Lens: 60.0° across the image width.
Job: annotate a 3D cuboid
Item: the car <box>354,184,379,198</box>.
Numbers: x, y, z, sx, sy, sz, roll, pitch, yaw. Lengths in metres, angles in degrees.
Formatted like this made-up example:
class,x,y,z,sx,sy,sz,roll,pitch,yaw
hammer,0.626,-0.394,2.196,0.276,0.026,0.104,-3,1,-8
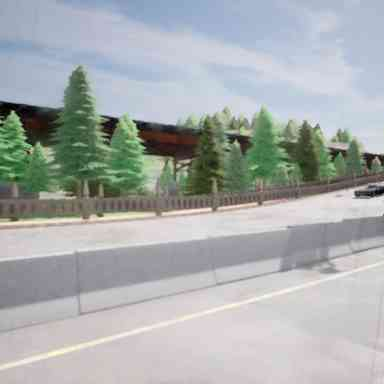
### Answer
class,x,y,z,sx,sy,sz,roll,pitch,yaw
car,19.193,-0.184,35.425,4.718,1.301,1.895,-8,5,-36

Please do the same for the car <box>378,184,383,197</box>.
class,x,y,z,sx,sy,sz,roll,pitch,yaw
car,20.102,-0.103,31.753,4.674,1.442,1.812,-8,5,-36
